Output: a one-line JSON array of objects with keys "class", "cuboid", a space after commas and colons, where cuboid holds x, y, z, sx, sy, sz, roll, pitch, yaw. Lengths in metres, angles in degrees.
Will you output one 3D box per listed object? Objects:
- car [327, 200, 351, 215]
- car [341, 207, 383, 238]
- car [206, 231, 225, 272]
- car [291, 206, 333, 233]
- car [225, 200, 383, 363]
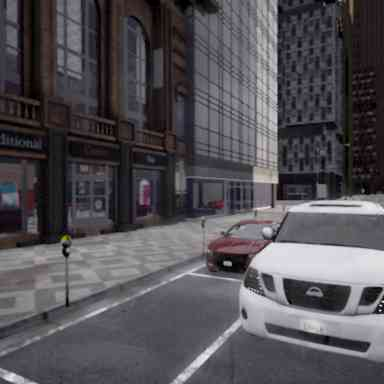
[{"class": "car", "cuboid": [15.508, 1.545, 35.066, 1.947, 1.339, 4.313, 0, 0, 29]}, {"class": "car", "cuboid": [9.637, 1.598, 18.740, 1.895, 1.301, 4.718, 0, 0, 29]}, {"class": "car", "cuboid": [1.969, 1.544, 10.277, 1.887, 1.381, 4.507, 0, 0, 29]}, {"class": "car", "cuboid": [7.385, 1.577, 20.192, 1.802, 1.307, 4.206, 0, 0, 29]}, {"class": "car", "cuboid": [2.747, 1.222, 6.333, 2.150, 2.045, 5.566, 0, 0, 29]}]
